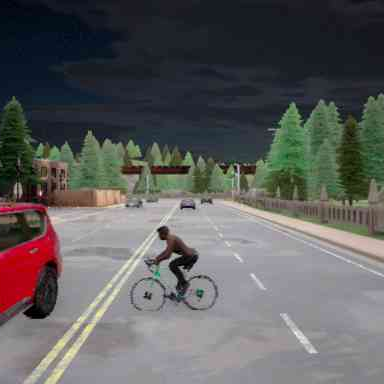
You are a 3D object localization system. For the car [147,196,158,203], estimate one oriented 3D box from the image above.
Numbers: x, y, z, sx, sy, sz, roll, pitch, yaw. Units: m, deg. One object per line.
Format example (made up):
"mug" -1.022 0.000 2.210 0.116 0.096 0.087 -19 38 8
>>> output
"car" -7.997 1.565 67.328 1.994 1.385 4.181 0 0 -1

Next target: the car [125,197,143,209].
"car" -7.747 1.491 44.644 2.128 1.511 4.902 0 0 -1

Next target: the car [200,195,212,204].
"car" 2.680 1.352 62.983 2.097 1.767 4.553 0 0 -1

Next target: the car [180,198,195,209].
"car" -0.564 1.564 45.677 1.994 1.385 4.181 0 0 -1

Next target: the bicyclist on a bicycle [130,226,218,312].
"bicyclist on a bicycle" -0.353 1.455 6.229 1.656 1.620 0.582 -2 0 -1

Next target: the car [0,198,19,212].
"car" -22.292 1.466 37.324 4.892 1.490 1.837 0 0 3

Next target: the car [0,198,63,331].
"car" -3.641 1.219 4.476 2.150 2.045 5.566 0 0 -1
